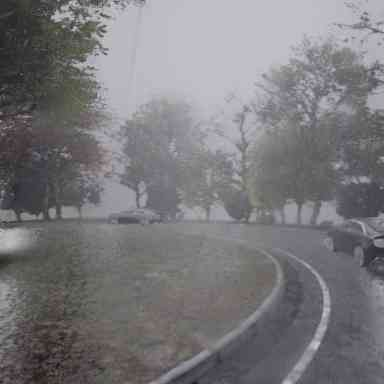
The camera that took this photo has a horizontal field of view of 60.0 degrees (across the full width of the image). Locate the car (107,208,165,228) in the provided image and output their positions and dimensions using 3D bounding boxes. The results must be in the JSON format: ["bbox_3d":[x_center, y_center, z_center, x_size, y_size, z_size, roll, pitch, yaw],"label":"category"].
[{"bbox_3d":[-4.643,2.080,27.397,4.902,1.511,2.128,-1,-2,20],"label":"car"}]

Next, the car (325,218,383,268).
[{"bbox_3d":[6.297,1.661,11.834,2.128,1.511,4.902,0,-1,5],"label":"car"}]
